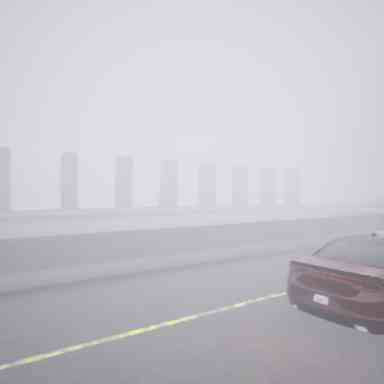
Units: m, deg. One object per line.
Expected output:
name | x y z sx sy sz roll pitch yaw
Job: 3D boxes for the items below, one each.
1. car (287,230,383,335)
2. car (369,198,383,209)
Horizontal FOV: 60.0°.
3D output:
car | 4.028 1.508 6.594 5.008 1.535 1.882 0 0 -35
car | 29.012 1.719 50.878 4.902 1.511 2.128 0 0 -36
